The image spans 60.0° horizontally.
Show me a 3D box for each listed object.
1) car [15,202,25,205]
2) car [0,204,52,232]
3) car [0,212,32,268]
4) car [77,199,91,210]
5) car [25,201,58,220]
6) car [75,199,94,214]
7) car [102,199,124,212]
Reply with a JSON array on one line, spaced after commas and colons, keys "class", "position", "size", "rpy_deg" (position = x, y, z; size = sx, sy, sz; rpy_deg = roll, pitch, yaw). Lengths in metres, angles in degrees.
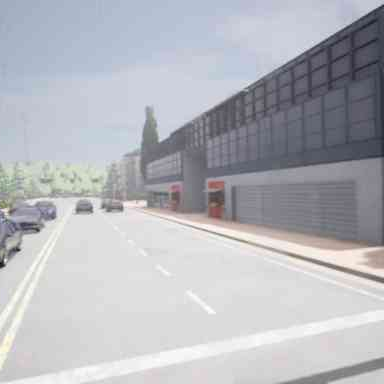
[{"class": "car", "position": [-20.109, 1.936, 39.258], "size": [1.994, 1.385, 4.181], "rpy_deg": [-1, 0, -18]}, {"class": "car", "position": [-10.472, 1.741, 21.304], "size": [2.033, 1.411, 5.357], "rpy_deg": [-1, 0, -19]}, {"class": "car", "position": [-7.235, 1.682, 11.758], "size": [2.033, 1.411, 5.357], "rpy_deg": [-1, 0, -19]}, {"class": "car", "position": [-15.770, 1.792, 48.356], "size": [1.837, 1.490, 4.892], "rpy_deg": [-1, 0, -19]}, {"class": "car", "position": [-13.591, 1.603, 30.628], "size": [2.097, 1.767, 4.553], "rpy_deg": [-1, 0, -18]}, {"class": "car", "position": [-12.499, 1.719, 38.795], "size": [2.128, 1.511, 4.902], "rpy_deg": [-1, 0, -18]}, {"class": "car", "position": [-9.546, 1.663, 41.023], "size": [2.128, 1.511, 4.902], "rpy_deg": [-1, 0, -18]}]
